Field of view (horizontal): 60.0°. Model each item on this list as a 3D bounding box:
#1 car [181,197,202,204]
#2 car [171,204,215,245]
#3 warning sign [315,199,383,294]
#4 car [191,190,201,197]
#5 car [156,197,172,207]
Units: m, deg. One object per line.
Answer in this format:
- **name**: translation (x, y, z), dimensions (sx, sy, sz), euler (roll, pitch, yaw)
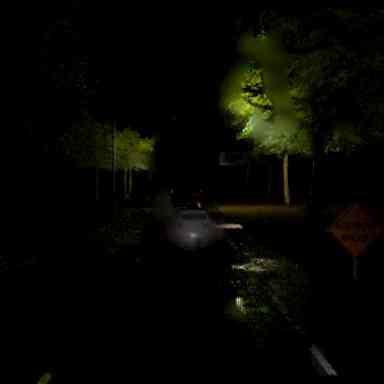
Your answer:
- **car**: translation (-0.002, 1.444, 30.201), dimensions (1.994, 1.385, 4.181), euler (0, 0, 0)
- **car**: translation (0.044, 1.495, 15.280), dimensions (1.812, 1.442, 4.674), euler (0, 0, 0)
- **warning sign**: translation (3.539, 1.110, 7.220), dimensions (1.300, 1.860, 1.060), euler (1, 1, 0)
- **car**: translation (0.996, 0.659, 77.254), dimensions (2.150, 2.045, 5.566), euler (0, 0, 0)
- **car**: translation (-3.722, 1.331, 45.040), dimensions (1.895, 1.301, 4.718), euler (0, 1, 0)
